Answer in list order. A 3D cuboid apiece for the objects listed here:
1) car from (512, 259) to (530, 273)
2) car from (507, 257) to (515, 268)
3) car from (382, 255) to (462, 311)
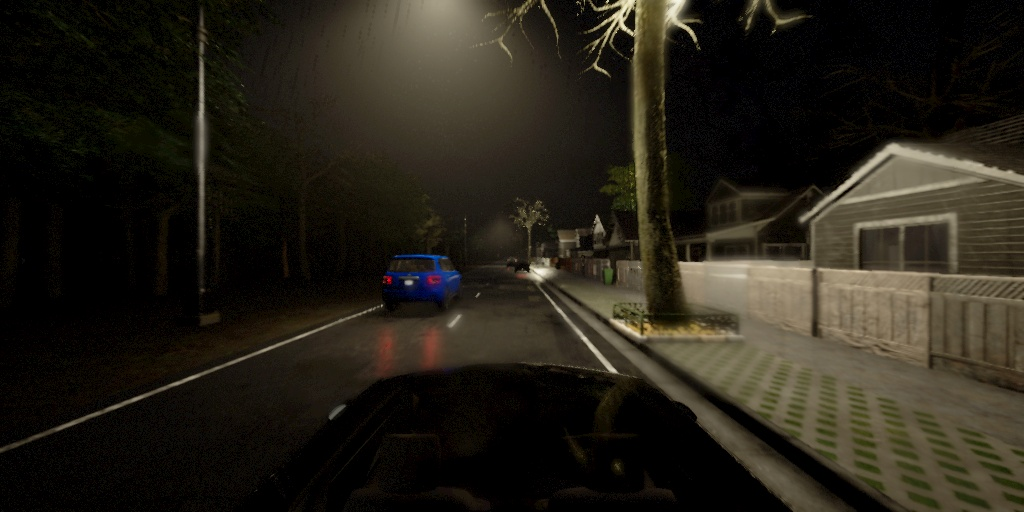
[{"bbox_3d":[1.234,1.288,43.954,1.837,1.490,4.892,0,0,0],"label":"car"},{"bbox_3d":[0.014,1.338,62.370,1.812,1.442,4.674,0,0,0],"label":"car"},{"bbox_3d":[-3.397,0.977,14.504,2.150,2.045,5.566,0,0,0],"label":"car"}]
